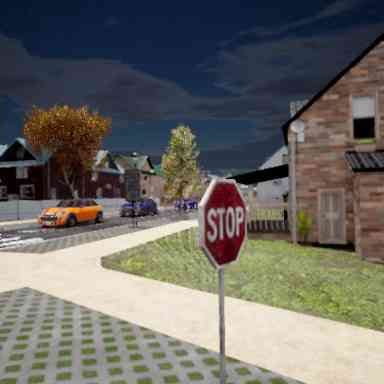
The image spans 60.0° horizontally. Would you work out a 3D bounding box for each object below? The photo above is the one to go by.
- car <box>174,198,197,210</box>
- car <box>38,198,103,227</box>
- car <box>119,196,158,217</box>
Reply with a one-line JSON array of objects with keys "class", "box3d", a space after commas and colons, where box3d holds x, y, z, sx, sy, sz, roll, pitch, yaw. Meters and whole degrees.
[{"class": "car", "box3d": [-0.808, 1.491, 43.436, 1.882, 1.535, 5.008, -1, -1, 18]}, {"class": "car", "box3d": [-7.758, 1.256, 21.595, 2.097, 1.767, 4.553, -1, -1, 18]}, {"class": "car", "box3d": [-4.886, 1.299, 30.638, 2.097, 1.767, 4.553, -1, -1, 18]}]
